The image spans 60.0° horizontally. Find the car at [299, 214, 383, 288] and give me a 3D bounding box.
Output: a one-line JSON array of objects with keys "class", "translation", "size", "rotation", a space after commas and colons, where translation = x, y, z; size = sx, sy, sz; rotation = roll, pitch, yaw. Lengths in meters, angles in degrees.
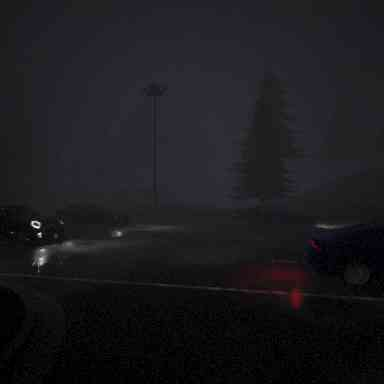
[{"class": "car", "translation": [5.434, 1.477, 8.290], "size": [5.008, 1.535, 1.882], "rotation": [0, 0, 13]}]

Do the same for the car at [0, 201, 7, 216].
[{"class": "car", "translation": [-20.811, 1.548, 31.482], "size": [5.357, 1.411, 2.033], "rotation": [0, 0, -6]}]

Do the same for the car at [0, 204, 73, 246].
[{"class": "car", "translation": [-8.124, 1.353, 15.055], "size": [4.553, 1.767, 2.097], "rotation": [0, 0, 13]}]

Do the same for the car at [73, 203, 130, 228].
[{"class": "car", "translation": [-6.507, 1.477, 21.866], "size": [5.008, 1.535, 1.882], "rotation": [0, 0, 13]}]

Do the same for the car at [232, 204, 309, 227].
[{"class": "car", "translation": [5.447, 1.547, 22.666], "size": [5.357, 1.411, 2.033], "rotation": [0, 0, 13]}]
